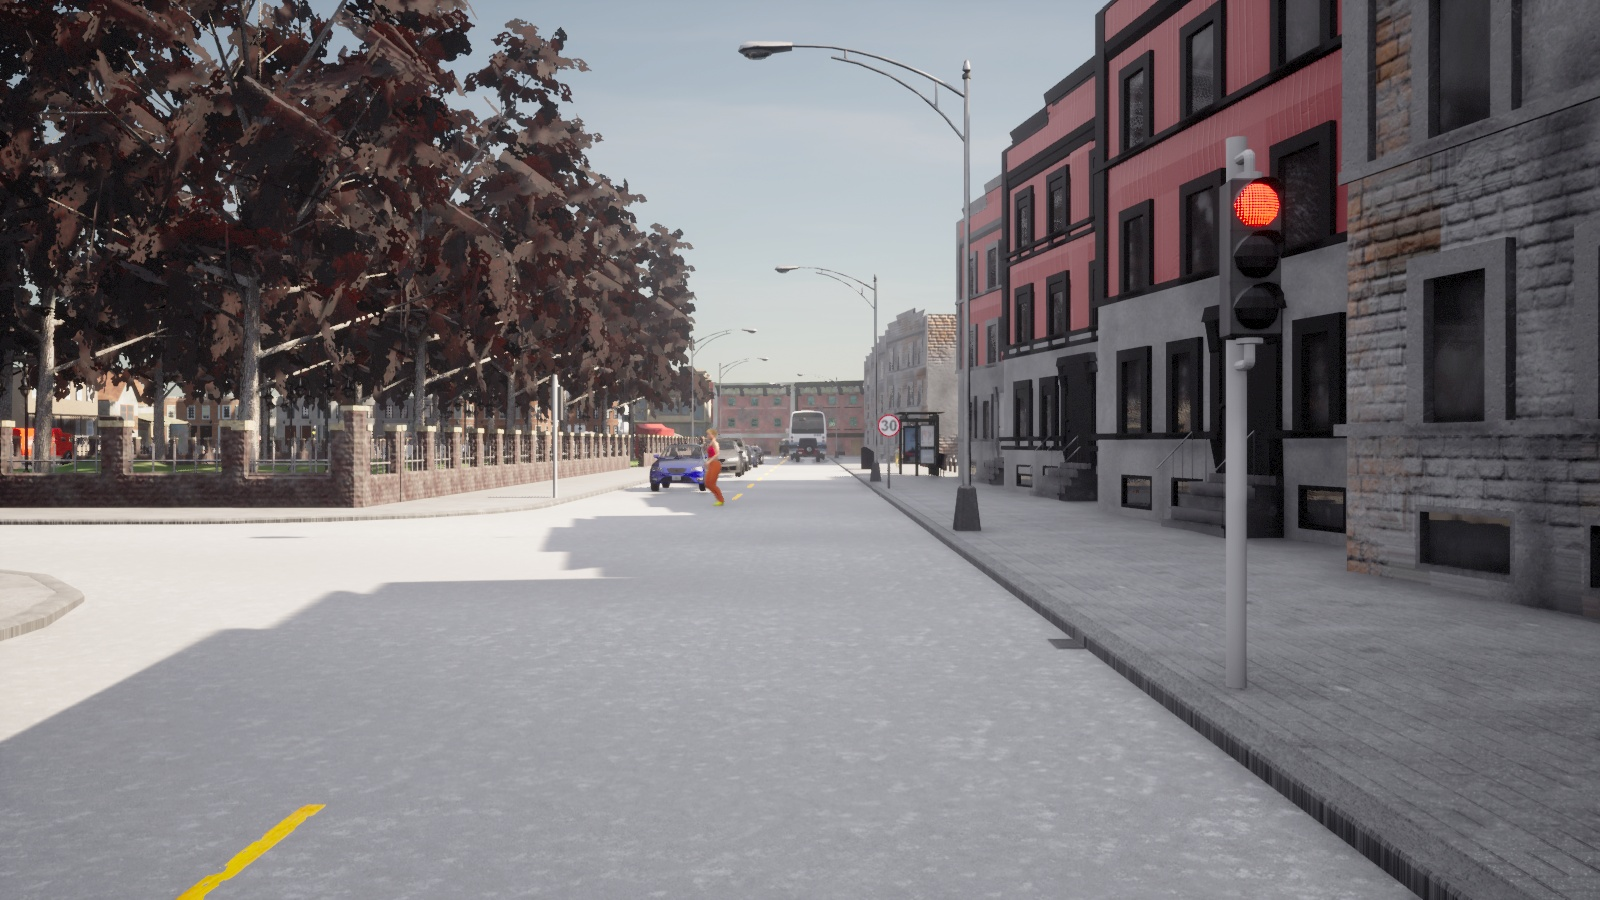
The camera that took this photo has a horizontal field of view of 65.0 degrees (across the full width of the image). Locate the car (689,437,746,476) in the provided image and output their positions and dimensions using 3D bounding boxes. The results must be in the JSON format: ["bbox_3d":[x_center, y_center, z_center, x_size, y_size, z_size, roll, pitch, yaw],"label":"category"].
[{"bbox_3d":[-3.627,0.270,56.252,2.242,1.667,4.611,0,0,0],"label":"car"}]

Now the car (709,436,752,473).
[{"bbox_3d":[-3.565,0.191,65.413,1.932,1.855,4.605,0,0,1],"label":"car"}]

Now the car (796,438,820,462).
[{"bbox_3d":[0.619,-0.012,98.275,1.905,1.878,3.866,0,0,0],"label":"car"}]

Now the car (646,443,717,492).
[{"bbox_3d":[-3.717,0.530,40.145,1.816,1.474,4.193,0,0,1],"label":"car"}]

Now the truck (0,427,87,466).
[{"bbox_3d":[-49.029,-0.236,80.890,2.627,2.467,5.204,1,0,11],"label":"truck"}]

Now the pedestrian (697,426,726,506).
[{"bbox_3d":[-2.045,0.370,29.127,0.594,1.836,0.345,0,0,-23],"label":"pedestrian"}]
